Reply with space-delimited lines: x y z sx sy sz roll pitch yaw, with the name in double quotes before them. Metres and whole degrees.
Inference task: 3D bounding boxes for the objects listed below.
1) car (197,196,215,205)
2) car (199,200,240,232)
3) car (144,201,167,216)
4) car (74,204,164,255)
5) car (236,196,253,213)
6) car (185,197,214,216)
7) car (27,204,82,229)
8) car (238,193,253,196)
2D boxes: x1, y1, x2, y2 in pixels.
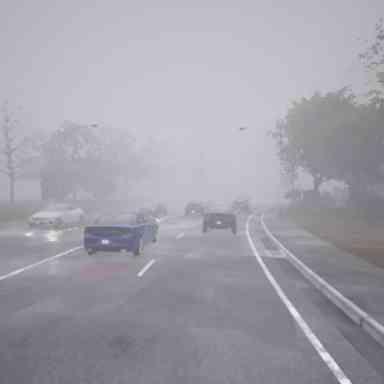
"car" 2.646 1.577 61.072 1.812 1.442 4.674 0 0 24
"car" 1.794 1.503 20.311 1.882 1.535 5.008 0 0 8
"car" -3.612 1.536 30.675 1.812 1.442 4.674 0 0 12
"car" -2.615 1.481 13.330 1.882 1.535 5.008 0 0 5
"car" 5.701 1.549 38.263 2.128 1.511 4.902 0 0 15
"car" 0.627 1.535 32.637 1.837 1.490 4.892 0 0 13
"car" -8.766 1.511 21.939 1.812 1.442 4.674 0 0 9
"car" 11.182 1.008 70.509 2.150 2.045 5.566 0 0 29
